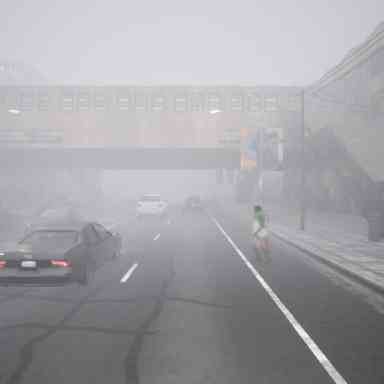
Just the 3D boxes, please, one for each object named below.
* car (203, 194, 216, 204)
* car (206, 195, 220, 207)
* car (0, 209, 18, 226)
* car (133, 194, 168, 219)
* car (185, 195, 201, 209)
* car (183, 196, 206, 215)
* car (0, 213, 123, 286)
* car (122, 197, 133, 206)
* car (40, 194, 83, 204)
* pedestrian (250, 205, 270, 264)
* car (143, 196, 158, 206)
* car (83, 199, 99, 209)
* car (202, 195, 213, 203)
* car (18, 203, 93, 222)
[{"bbox_3d":[3.269,1.354,63.283,2.185,1.767,4.553,0,0,0],"label":"car"},{"bbox_3d":[3.214,1.481,52.507,2.231,1.521,4.892,0,0,10],"label":"car"},{"bbox_3d":[-10.579,1.547,16.862,2.033,1.411,5.357,0,0,0],"label":"car"},{"bbox_3d":[-3.362,1.221,28.834,2.150,2.045,5.566,0,0,0],"label":"car"},{"bbox_3d":[0.208,1.352,47.157,2.097,1.767,4.553,0,0,1],"label":"car"},{"bbox_3d":[0.151,1.352,34.592,2.097,1.767,4.553,0,0,1],"label":"car"},{"bbox_3d":[-3.387,1.547,9.438,2.033,1.411,5.357,0,0,0],"label":"car"},{"bbox_3d":[-10.372,1.564,55.734,1.994,1.385,4.181,0,0,0],"label":"car"},{"bbox_3d":[-13.505,1.228,33.913,2.435,2.045,5.566,0,0,0],"label":"car"},{"bbox_3d":[2.127,1.294,10.431,0.375,1.860,0.375,0,0,0],"label":"pedestrian"},{"bbox_3d":[-6.876,1.477,55.132,1.882,1.535,5.008,0,0,0],"label":"car"},{"bbox_3d":[-13.537,1.594,41.309,1.895,1.301,4.718,0,0,0],"label":"car"},{"bbox_3d":[3.142,1.479,69.708,2.097,1.535,5.008,0,0,0],"label":"car"},{"bbox_3d":[-7.077,1.525,17.784,1.812,1.442,4.674,0,0,0],"label":"car"}]
